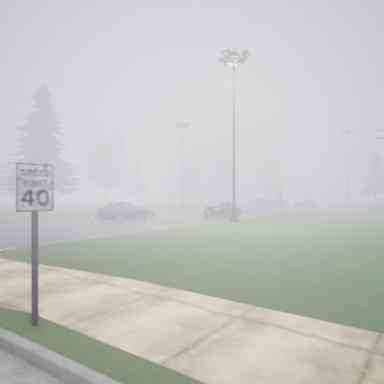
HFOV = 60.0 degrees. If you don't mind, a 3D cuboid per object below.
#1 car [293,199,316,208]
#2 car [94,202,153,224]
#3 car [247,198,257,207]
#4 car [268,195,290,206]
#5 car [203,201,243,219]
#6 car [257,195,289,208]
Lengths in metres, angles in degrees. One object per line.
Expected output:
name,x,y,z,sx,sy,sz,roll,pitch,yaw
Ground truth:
car,16.228,1.621,47.553,1.895,1.301,4.718,0,0,37
car,-5.020,1.528,25.170,2.128,1.511,4.902,0,0,37
car,10.434,1.582,51.552,2.033,1.411,5.357,0,0,38
car,15.182,1.385,57.906,2.097,1.767,4.553,0,0,37
car,2.767,1.552,29.659,1.812,1.442,4.674,0,0,37
car,11.746,1.576,47.465,2.033,1.411,5.357,0,0,38
